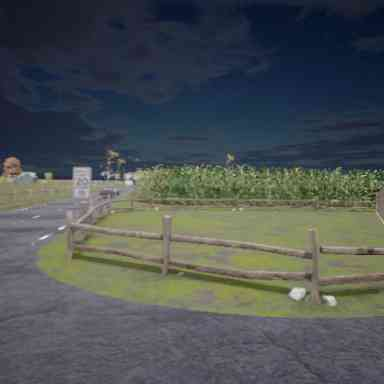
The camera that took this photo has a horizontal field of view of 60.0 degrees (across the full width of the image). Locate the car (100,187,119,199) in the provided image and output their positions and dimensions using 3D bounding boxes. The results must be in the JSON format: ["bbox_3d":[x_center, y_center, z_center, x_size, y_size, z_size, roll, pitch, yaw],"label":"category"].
[{"bbox_3d":[-11.783,0.134,46.723,1.837,1.490,4.892,1,1,-8],"label":"car"}]
